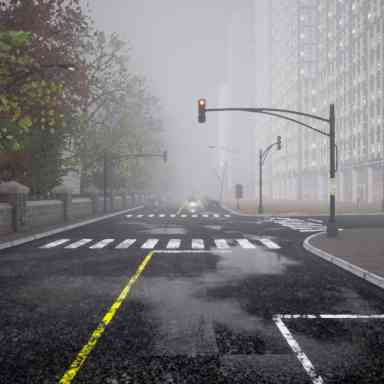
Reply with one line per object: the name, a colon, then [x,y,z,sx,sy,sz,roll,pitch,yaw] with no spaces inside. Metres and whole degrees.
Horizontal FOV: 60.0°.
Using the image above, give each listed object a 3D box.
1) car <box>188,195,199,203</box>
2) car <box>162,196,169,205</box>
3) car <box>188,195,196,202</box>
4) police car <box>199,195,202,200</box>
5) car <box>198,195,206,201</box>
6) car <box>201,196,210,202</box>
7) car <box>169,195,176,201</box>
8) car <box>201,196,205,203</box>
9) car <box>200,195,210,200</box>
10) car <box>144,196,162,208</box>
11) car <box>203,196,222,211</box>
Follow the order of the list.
car: [0.042,1.566,71.027,2.128,1.511,4.902,0,0,0]
car: [-5.691,1.478,58.404,1.967,1.590,4.097,0,0,0]
car: [-0.004,1.570,80.044,1.837,1.490,4.892,0,0,0]
police car: [3.132,1.478,69.928,1.930,1.638,5.238,0,0,0]
car: [2.688,1.642,92.197,2.008,1.369,4.403,0,0,0]
car: [3.146,1.590,76.818,1.812,1.442,4.674,0,0,0]
car: [-5.692,1.626,86.565,1.887,1.381,4.507,0,0,0]
car: [2.689,1.592,47.139,1.947,1.339,4.313,0,0,0]
car: [2.689,1.597,52.771,1.947,1.339,4.313,0,0,0]
car: [-5.691,1.608,47.138,1.802,1.307,4.206,0,0,0]
car: [2.689,1.587,41.506,1.947,1.339,4.313,0,0,0]
